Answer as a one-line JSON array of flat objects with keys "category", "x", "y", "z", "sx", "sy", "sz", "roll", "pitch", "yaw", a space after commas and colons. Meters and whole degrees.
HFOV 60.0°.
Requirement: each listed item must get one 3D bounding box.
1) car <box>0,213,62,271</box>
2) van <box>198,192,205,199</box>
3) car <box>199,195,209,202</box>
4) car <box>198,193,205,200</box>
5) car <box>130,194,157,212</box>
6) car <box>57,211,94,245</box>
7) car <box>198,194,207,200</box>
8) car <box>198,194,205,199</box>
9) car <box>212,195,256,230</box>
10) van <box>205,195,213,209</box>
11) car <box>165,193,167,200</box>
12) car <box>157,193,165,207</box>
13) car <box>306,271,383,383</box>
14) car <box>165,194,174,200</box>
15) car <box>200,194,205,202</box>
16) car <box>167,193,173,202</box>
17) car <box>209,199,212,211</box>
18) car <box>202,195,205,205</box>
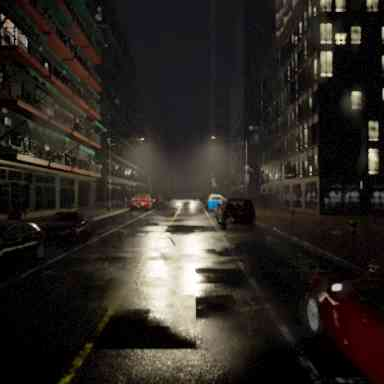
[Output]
[{"category": "car", "x": -5.682, "y": 1.527, "z": 9.502, "sx": 2.008, "sy": 1.369, "sz": 4.403, "roll": 1, "pitch": 0, "yaw": 0}, {"category": "van", "x": 2.610, "y": 1.047, "z": 89.160, "sx": 1.690, "sy": 1.788, "sz": 3.998, "roll": 1, "pitch": 0, "yaw": 0}, {"category": "car", "x": 2.618, "y": 1.337, "z": 72.069, "sx": 1.947, "sy": 1.339, "sz": 4.313, "roll": 1, "pitch": 0, "yaw": 0}, {"category": "car", "x": 2.623, "y": 1.359, "z": 66.370, "sx": 1.947, "sy": 1.339, "sz": 4.313, "roll": 1, "pitch": 0, "yaw": 0}, {"category": "car", "x": -5.698, "y": 1.207, "z": 37.996, "sx": 2.192, "sy": 1.841, "sz": 5.009, "roll": 1, "pitch": 0, "yaw": 0}, {"category": "car", "x": -5.687, "y": 1.542, "z": 15.200, "sx": 1.802, "sy": 1.307, "sz": 4.206, "roll": 1, "pitch": 0, "yaw": 0}, {"category": "car", "x": 2.610, "y": 1.272, "z": 83.464, "sx": 1.887, "sy": 1.381, "sz": 4.507, "roll": 1, "pitch": 0, "yaw": 0}, {"category": "car", "x": 2.601, "y": 1.249, "z": 94.859, "sx": 1.947, "sy": 1.339, "sz": 4.313, "roll": 1, "pitch": 0, "yaw": 0}, {"category": "car", "x": 2.694, "y": 1.258, "z": 20.787, "sx": 2.192, "sy": 1.841, "sz": 5.009, "roll": 1, "pitch": 0, "yaw": 0}, {"category": "van", "x": 2.691, "y": 1.232, "z": 37.881, "sx": 1.690, "sy": 1.788, "sz": 3.998, "roll": 1, "pitch": 0, "yaw": 0}, {"category": "car", "x": -5.713, "y": 1.275, "z": 55.092, "sx": 1.967, "sy": 1.590, "sz": 4.097, "roll": 1, "pitch": 0, "yaw": 0}, {"category": "car", "x": -5.707, "y": 1.169, "z": 49.392, "sx": 2.192, "sy": 1.841, "sz": 5.009, "roll": 1, "pitch": 0, "yaw": 0}, {"category": "car", "x": 2.703, "y": 1.535, "z": 3.693, "sx": 1.887, "sy": 1.381, "sz": 4.507, "roll": 1, "pitch": 0, "yaw": 0}, {"category": "car", "x": -5.737, "y": 1.294, "z": 83.583, "sx": 1.947, "sy": 1.339, "sz": 4.313, "roll": 1, "pitch": 0, "yaw": 0}, {"category": "car", "x": 2.631, "y": 1.416, "z": 54.974, "sx": 1.802, "sy": 1.307, "sz": 4.206, "roll": 1, "pitch": 0, "yaw": 0}, {"category": "car", "x": -5.723, "y": 1.087, "z": 72.186, "sx": 2.192, "sy": 1.841, "sz": 5.009, "roll": 1, "pitch": 0, "yaw": 0}, {"category": "car", "x": 2.685, "y": 1.477, "z": 26.485, "sx": 2.008, "sy": 1.369, "sz": 4.403, "roll": 1, "pitch": 0, "yaw": 0}, {"category": "car", "x": 2.649, "y": 1.439, "z": 43.579, "sx": 1.947, "sy": 1.339, "sz": 4.313, "roll": 1, "pitch": 0, "yaw": 0}]
